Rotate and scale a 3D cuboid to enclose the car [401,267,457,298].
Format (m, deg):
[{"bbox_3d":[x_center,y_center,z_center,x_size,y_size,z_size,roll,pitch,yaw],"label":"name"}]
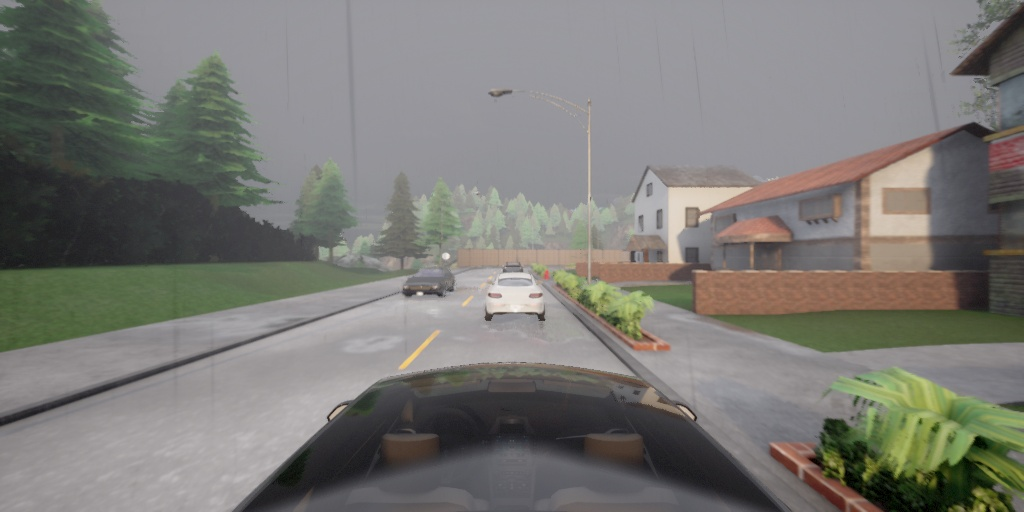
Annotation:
[{"bbox_3d":[-4.086,1.295,18.584,2.033,1.411,5.357,0,0,0],"label":"car"}]

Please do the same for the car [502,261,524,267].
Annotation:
[{"bbox_3d":[0.093,1.236,33.445,2.128,1.511,4.902,0,0,0],"label":"car"}]

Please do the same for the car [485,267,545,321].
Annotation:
[{"bbox_3d":[0.098,1.274,12.367,1.812,1.442,4.674,0,0,0],"label":"car"}]
